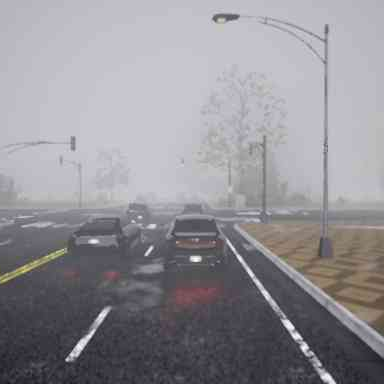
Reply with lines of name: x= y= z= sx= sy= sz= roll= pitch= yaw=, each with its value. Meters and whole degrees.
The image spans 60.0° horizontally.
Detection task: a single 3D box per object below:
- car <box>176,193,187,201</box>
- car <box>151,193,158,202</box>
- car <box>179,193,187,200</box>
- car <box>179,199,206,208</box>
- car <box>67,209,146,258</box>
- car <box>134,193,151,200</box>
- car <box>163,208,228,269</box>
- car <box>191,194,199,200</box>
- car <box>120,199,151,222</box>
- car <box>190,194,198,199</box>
car: x=-2.688 y=1.146 z=80.668 sx=2.150 sy=2.045 sz=5.566 roll=0 pitch=0 yaw=1
car: x=-9.246 y=1.152 z=77.336 sx=2.150 sy=2.045 sz=5.566 roll=0 pitch=0 yaw=1
car: x=-2.513 y=1.156 z=91.025 sx=2.097 sy=1.767 sz=4.553 roll=0 pitch=0 yaw=1
car: x=0.073 y=1.575 z=26.039 sx=1.837 sy=1.490 sz=4.892 roll=0 pitch=0 yaw=0
car: x=-3.152 y=1.559 z=12.682 sx=1.994 sy=1.385 sz=4.181 roll=0 pitch=0 yaw=0
car: x=-9.526 y=1.305 z=62.209 sx=2.097 sy=1.767 sz=4.553 roll=0 pitch=0 yaw=1
car: x=0.098 y=1.501 z=11.158 sx=1.837 sy=1.490 sz=4.892 roll=0 pitch=0 yaw=0
car: x=0.737 y=1.327 z=91.001 sx=2.128 sy=1.511 sz=4.902 roll=0 pitch=0 yaw=1
car: x=-4.554 y=1.580 z=26.653 sx=1.837 sy=1.490 sz=4.892 roll=1 pitch=0 yaw=-18
car: x=0.567 y=1.445 z=80.967 sx=1.812 sy=1.442 sz=4.674 roll=0 pitch=0 yaw=1
